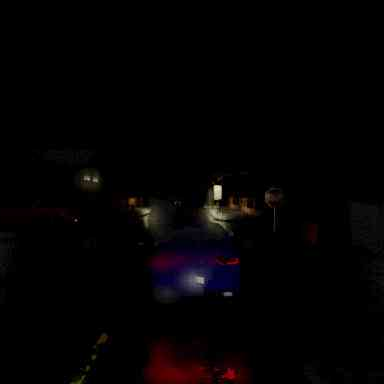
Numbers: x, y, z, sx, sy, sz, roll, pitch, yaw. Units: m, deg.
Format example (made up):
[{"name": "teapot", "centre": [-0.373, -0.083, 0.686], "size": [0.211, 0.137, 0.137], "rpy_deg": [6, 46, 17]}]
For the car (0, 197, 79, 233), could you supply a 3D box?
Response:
[{"name": "car", "centre": [-9.473, 1.324, 19.214], "size": [5.566, 2.045, 2.150], "rpy_deg": [-1, -2, 1]}]

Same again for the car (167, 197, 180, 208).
[{"name": "car", "centre": [-2.935, 1.643, 53.899], "size": [2.097, 1.767, 4.553], "rpy_deg": [0, -1, -2]}]

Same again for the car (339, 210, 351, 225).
[{"name": "car", "centre": [12.288, 1.400, 21.850], "size": [5.008, 1.535, 1.882], "rpy_deg": [-1, -2, 1]}]

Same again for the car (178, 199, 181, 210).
[{"name": "car", "centre": [-2.800, 1.411, 43.724], "size": [2.150, 2.045, 5.566], "rpy_deg": [0, 0, 0]}]

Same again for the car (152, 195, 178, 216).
[{"name": "car", "centre": [-2.801, 1.469, 33.914], "size": [2.097, 1.767, 4.553], "rpy_deg": [0, 0, 0]}]

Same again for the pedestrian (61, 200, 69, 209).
[{"name": "pedestrian", "centre": [-9.635, 1.454, 25.085], "size": [0.375, 1.860, 0.375], "rpy_deg": [0, -1, 1]}]

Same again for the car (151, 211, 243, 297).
[{"name": "car", "centre": [0.107, 1.492, 8.640], "size": [1.882, 1.535, 5.008], "rpy_deg": [0, 0, 0]}]
